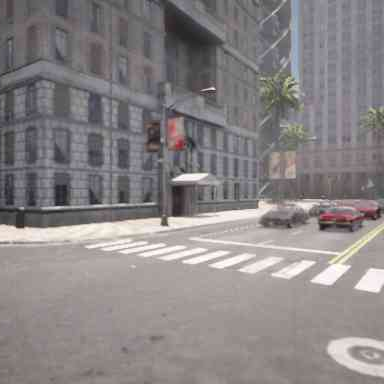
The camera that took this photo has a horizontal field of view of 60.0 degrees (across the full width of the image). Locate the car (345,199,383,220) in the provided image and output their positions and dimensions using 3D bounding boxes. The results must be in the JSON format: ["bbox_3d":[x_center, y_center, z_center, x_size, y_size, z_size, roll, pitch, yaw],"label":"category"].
[{"bbox_3d":[14.647,1.480,28.070,1.882,1.535,5.008,0,0,36],"label":"car"}]

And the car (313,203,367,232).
[{"bbox_3d":[9.158,1.603,20.341,1.895,1.301,4.718,0,0,35],"label":"car"}]

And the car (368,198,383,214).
[{"bbox_3d":[20.703,1.507,36.463,1.837,1.490,4.892,0,0,36],"label":"car"}]

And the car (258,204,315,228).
[{"bbox_3d":[6.335,1.552,22.414,2.033,1.411,5.357,0,0,35],"label":"car"}]

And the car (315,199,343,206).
[{"bbox_3d":[12.128,1.569,30.560,1.994,1.385,4.181,0,0,36],"label":"car"}]

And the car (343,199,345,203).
[{"bbox_3d":[18.000,1.530,38.701,1.812,1.442,4.674,0,0,36],"label":"car"}]
